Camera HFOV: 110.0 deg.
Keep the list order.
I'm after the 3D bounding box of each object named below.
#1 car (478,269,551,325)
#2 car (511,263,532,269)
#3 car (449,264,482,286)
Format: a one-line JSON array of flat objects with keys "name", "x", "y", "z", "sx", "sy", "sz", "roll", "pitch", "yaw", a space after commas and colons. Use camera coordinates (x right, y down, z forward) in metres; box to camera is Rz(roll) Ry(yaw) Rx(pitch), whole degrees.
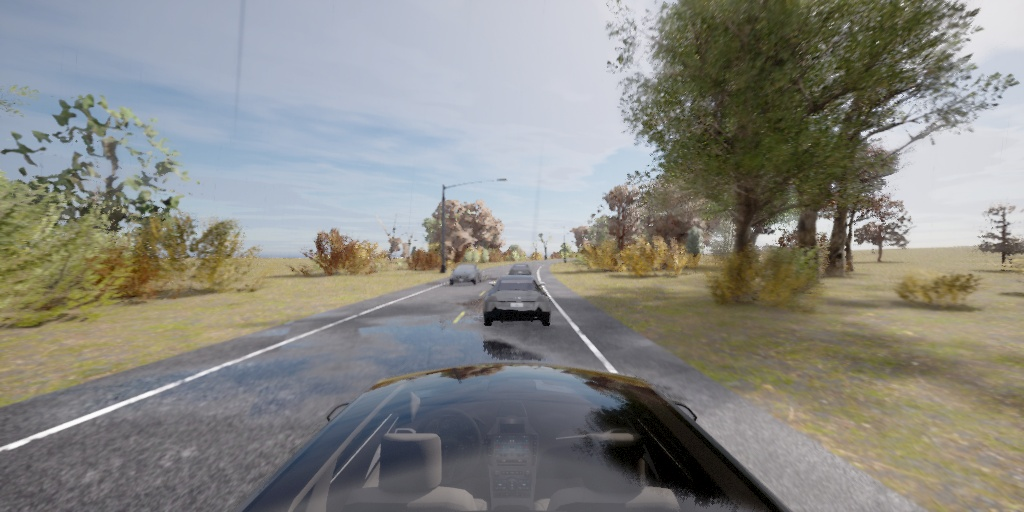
[{"name": "car", "x": 0.165, "y": 1.315, "z": 11.852, "sx": 1.994, "sy": 1.385, "sz": 4.181, "roll": 0, "pitch": 0, "yaw": 1}, {"name": "car", "x": 0.814, "y": 1.311, "z": 31.911, "sx": 1.994, "sy": 1.385, "sz": 4.181, "roll": 0, "pitch": 0, "yaw": 3}, {"name": "car", "x": -3.183, "y": 1.275, "z": 25.466, "sx": 1.812, "sy": 1.442, "sz": 4.674, "roll": 0, "pitch": 0, "yaw": 2}]
